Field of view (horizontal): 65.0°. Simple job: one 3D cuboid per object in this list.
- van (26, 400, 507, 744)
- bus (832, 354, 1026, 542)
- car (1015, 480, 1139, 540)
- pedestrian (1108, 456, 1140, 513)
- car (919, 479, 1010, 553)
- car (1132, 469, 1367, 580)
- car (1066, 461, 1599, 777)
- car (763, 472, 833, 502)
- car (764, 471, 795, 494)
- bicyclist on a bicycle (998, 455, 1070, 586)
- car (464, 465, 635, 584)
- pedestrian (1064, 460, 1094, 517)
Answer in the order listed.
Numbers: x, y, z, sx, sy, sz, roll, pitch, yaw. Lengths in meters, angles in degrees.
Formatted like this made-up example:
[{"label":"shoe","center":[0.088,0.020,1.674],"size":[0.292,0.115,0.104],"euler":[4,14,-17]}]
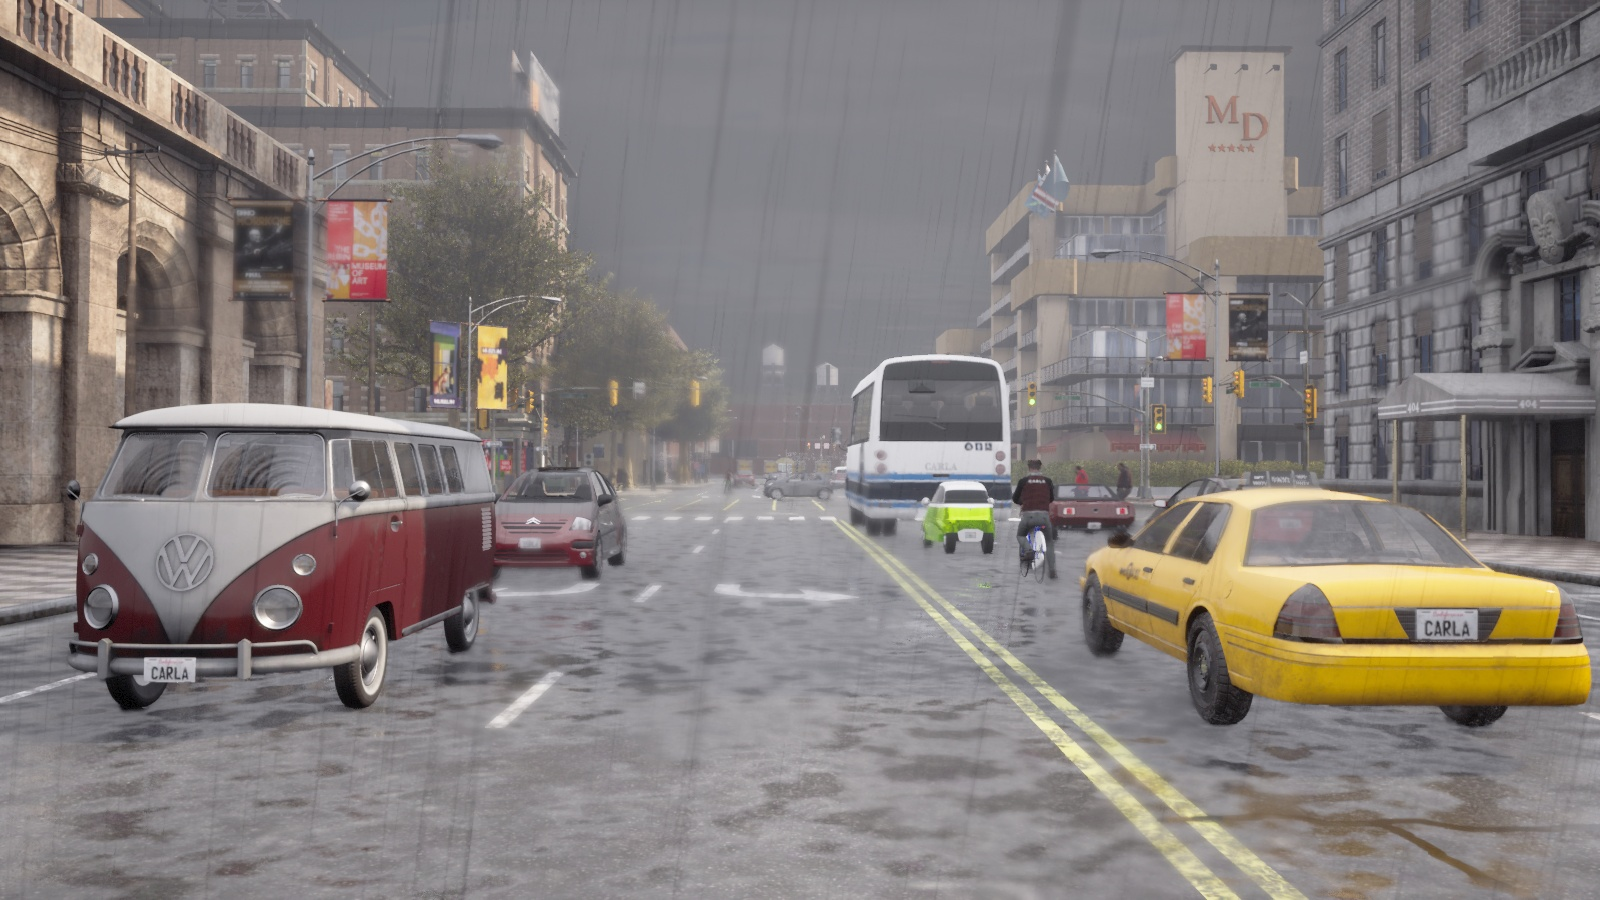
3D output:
[{"label":"van","center":[-3.607,0.741,9.502],"size":[1.775,1.987,4.442],"euler":[0,-1,-1]},{"label":"bus","center":[3.070,-0.010,33.677],"size":[3.944,4.253,10.273],"euler":[0,-1,-1]},{"label":"car","center":[6.635,1.402,30.645],"size":[1.895,1.301,4.718],"euler":[0,-1,-1]},{"label":"pedestrian","center":[10.707,1.141,41.474],"size":[0.899,1.844,0.634],"euler":[0,-1,2]},{"label":"car","center":[3.237,1.275,24.971],"size":[1.481,1.376,2.207],"euler":[0,-1,-1]},{"label":"car","center":[6.809,1.063,19.626],"size":[2.007,1.525,4.514],"euler":[0,-1,-1]},{"label":"car","center":[3.397,0.891,8.986],"size":[1.801,1.575,5.366],"euler":[0,-1,0]},{"label":"car","center":[-0.117,1.937,66.166],"size":[3.633,1.501,1.845],"euler":[0,-1,-1]},{"label":"car","center":[-1.442,2.247,87.812],"size":[2.128,1.511,4.902],"euler":[0,-1,-1]},{"label":"bicyclist on a bicycle","center":[3.325,0.973,17.986],"size":[0.659,1.776,1.843],"euler":[0,-1,-1]},{"label":"car","center":[-3.690,1.049,19.162],"size":[1.851,1.617,3.988],"euler":[0,-1,-1]},{"label":"pedestrian","center":[9.138,1.256,41.095],"size":[0.899,1.844,0.634],"euler":[0,-1,8]}]
